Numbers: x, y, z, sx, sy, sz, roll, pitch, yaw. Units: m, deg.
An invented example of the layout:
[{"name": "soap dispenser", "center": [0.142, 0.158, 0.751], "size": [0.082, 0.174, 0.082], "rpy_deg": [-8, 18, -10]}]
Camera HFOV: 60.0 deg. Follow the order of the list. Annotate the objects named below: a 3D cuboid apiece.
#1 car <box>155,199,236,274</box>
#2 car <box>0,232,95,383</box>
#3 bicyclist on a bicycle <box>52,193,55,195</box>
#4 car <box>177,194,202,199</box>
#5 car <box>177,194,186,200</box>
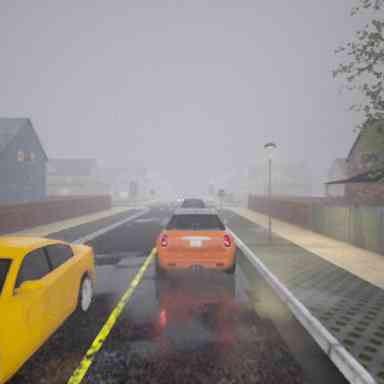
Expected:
[{"name": "car", "center": [0.096, 1.277, 10.404], "size": [2.097, 1.767, 4.553], "rpy_deg": [0, 1, 0]}, {"name": "car", "center": [-2.849, 1.438, 4.612], "size": [1.882, 1.535, 5.008], "rpy_deg": [0, 0, 0]}, {"name": "bicyclist on a bicycle", "center": [-20.161, 0.898, 48.538], "size": [0.582, 1.620, 1.656], "rpy_deg": [0, 1, 0]}, {"name": "car", "center": [0.094, 1.190, 24.383], "size": [2.097, 1.767, 4.553], "rpy_deg": [0, 0, 0]}, {"name": "car", "center": [-2.763, 1.177, 85.556], "size": [2.128, 1.511, 4.902], "rpy_deg": [0, 0, 0]}]
